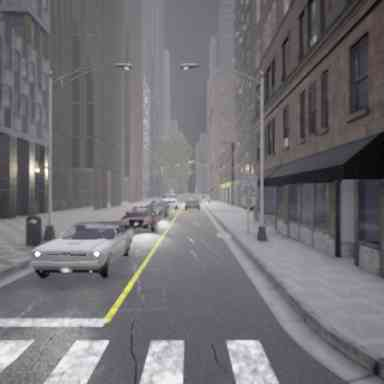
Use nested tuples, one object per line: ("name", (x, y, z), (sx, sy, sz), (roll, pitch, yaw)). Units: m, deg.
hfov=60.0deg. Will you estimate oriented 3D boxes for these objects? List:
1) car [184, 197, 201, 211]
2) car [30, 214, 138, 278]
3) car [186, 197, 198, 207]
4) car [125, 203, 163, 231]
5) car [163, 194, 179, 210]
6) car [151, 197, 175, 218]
("car", (0.048, 1.514, 41.374), (2.128, 1.511, 4.902), (0, 0, 0))
("car", (-3.075, 1.601, 10.293), (1.895, 1.301, 4.718), (0, 0, 0))
("car", (0.058, 1.549, 51.797), (1.812, 1.442, 4.674), (0, 0, 0))
("car", (-3.076, 1.570, 20.303), (1.994, 1.385, 4.181), (0, 0, 0))
("car", (-2.965, 1.242, 44.173), (2.150, 2.045, 5.566), (0, 0, 0))
("car", (-3.055, 1.503, 30.729), (2.128, 1.511, 4.902), (0, 0, 0))
